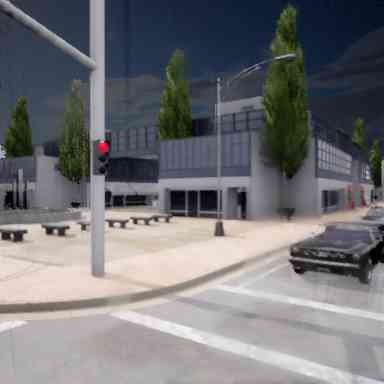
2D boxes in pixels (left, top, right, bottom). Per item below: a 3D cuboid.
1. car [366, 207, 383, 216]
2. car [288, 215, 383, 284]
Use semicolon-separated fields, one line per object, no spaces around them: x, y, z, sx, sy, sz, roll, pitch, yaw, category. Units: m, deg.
10.188;1.516;17.632;2.033;1.411;5.357;0;0;35;car
4.512;1.585;9.826;1.895;1.301;4.718;0;0;37;car
